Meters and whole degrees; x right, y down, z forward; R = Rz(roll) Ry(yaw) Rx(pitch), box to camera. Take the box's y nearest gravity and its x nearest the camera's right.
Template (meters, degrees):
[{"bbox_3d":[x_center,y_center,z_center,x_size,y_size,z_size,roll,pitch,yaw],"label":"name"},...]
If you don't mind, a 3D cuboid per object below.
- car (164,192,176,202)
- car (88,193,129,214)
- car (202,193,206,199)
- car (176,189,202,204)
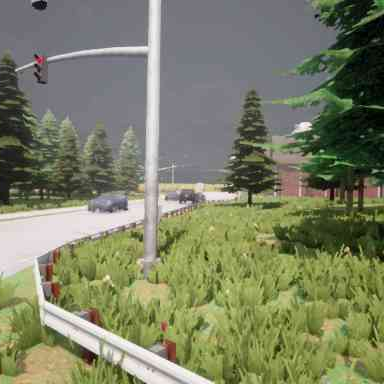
[{"bbox_3d":[-3.082,0.728,52.837,1.837,1.490,4.892,1,0,9],"label":"car"},{"bbox_3d":[-7.140,0.858,28.724,2.097,1.767,4.553,1,1,10],"label":"car"},{"bbox_3d":[1.241,0.788,57.384,2.033,1.411,5.357,1,1,9],"label":"car"},{"bbox_3d":[-0.341,0.592,46.829,2.150,2.045,5.566,1,1,9],"label":"car"}]
